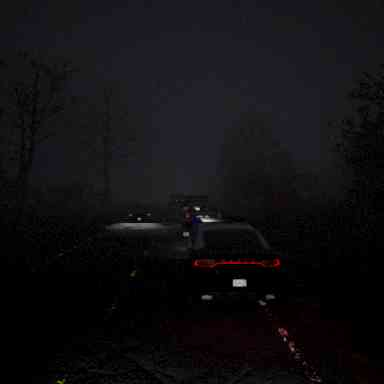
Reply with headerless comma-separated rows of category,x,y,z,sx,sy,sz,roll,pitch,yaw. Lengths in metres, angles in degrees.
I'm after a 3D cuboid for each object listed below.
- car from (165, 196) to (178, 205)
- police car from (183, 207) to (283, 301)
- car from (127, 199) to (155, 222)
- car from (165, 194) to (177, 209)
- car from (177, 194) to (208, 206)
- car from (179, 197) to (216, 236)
car,-3.696,1.507,59.193,1.837,1.490,4.892,0,0,-8
police car,0.799,1.424,8.535,1.930,1.638,5.238,0,0,-1
car,-3.930,1.546,26.505,2.033,1.411,5.357,0,0,-3
car,-2.186,1.220,45.305,2.150,2.045,5.566,0,0,-5
car,0.206,1.221,24.522,2.150,2.045,5.566,0,0,-3
car,0.492,1.349,18.440,2.097,1.767,4.553,0,0,-2
